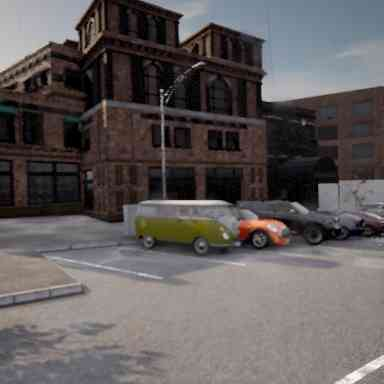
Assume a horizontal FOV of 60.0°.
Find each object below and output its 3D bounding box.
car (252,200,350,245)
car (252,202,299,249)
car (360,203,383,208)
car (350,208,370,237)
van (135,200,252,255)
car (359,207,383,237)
[{"bbox_3d":[4.646,1.420,16.897,5.566,2.045,2.435,0,-2,34],"label":"car"},{"bbox_3d":[2.162,1.479,15.173,4.553,1.767,2.185,0,-2,34],"label":"car"},{"bbox_3d":[11.921,1.780,22.132,4.553,1.767,2.185,0,-2,34],"label":"car"},{"bbox_3d":[7.018,1.772,18.661,4.792,1.488,2.163,0,-2,34],"label":"car"},{"bbox_3d":[-0.143,1.322,13.343,4.442,1.987,1.878,0,-1,34],"label":"van"},{"bbox_3d":[9.473,1.860,20.392,4.674,1.452,2.002,0,-2,34],"label":"car"}]
